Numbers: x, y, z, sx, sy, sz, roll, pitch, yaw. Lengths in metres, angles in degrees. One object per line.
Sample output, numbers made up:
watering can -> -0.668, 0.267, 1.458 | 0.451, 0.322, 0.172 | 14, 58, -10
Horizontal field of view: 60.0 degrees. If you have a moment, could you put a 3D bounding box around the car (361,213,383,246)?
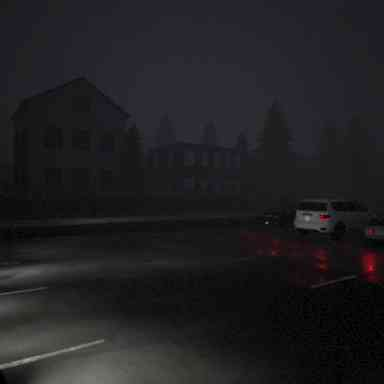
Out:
car -> 9.966, 1.770, 15.152 | 4.718, 1.301, 1.895 | 1, 0, -35

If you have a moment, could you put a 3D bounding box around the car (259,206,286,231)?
car -> 6.449, 1.667, 21.242 | 4.902, 1.511, 2.128 | 1, 0, -35

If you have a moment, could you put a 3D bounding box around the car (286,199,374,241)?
car -> 7.877, 1.389, 17.962 | 5.566, 2.045, 2.150 | 1, 0, -35

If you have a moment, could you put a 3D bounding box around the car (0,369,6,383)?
car -> -3.379, 1.505, 1.335 | 4.674, 1.442, 1.812 | 1, -1, -36
